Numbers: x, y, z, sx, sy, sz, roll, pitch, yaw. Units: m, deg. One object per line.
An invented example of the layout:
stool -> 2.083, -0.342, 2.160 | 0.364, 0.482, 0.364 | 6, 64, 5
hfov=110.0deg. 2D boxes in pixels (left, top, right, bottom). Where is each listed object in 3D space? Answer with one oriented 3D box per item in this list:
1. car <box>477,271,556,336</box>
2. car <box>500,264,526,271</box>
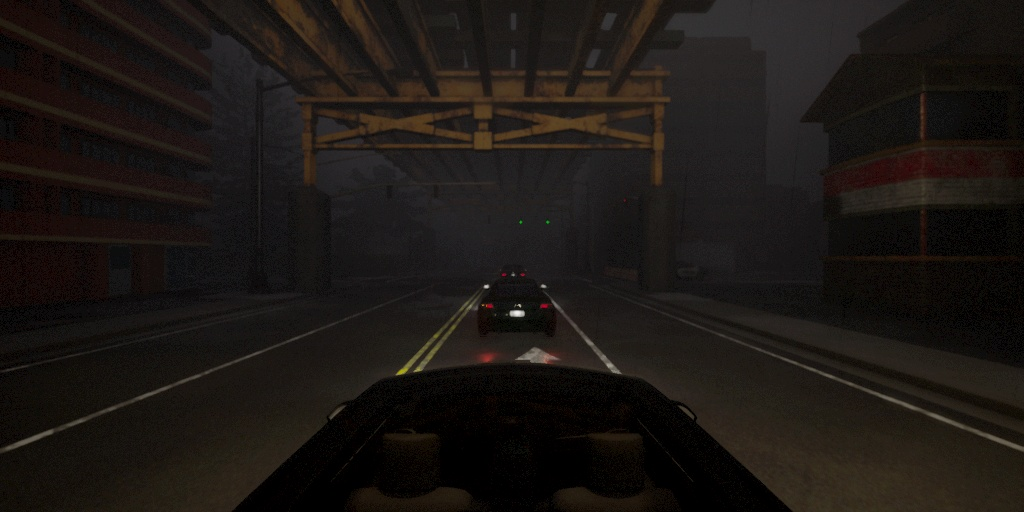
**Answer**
car -> 0.099, 1.309, 10.388 | 1.994, 1.385, 4.181 | 0, 0, -1
car -> 0.080, 1.274, 26.038 | 2.033, 1.411, 5.357 | 0, 0, 0
